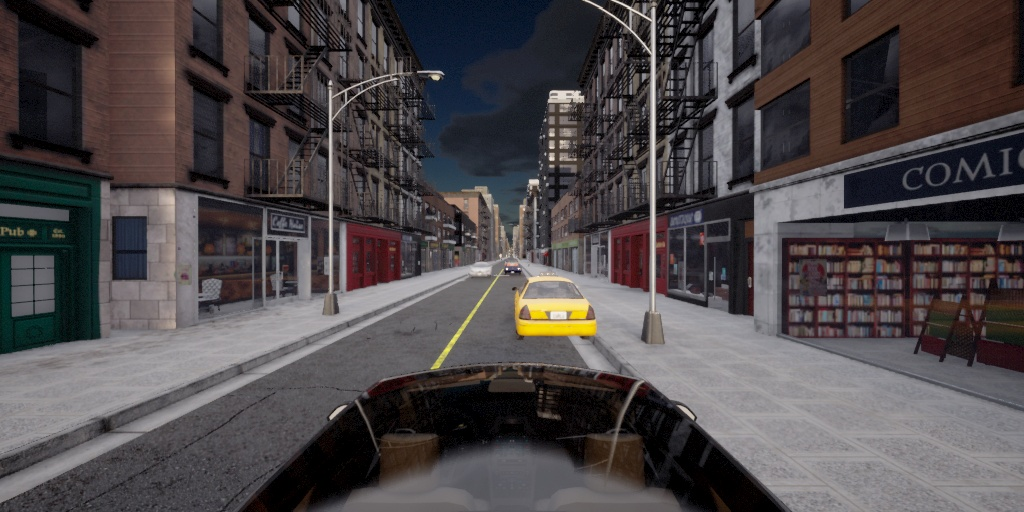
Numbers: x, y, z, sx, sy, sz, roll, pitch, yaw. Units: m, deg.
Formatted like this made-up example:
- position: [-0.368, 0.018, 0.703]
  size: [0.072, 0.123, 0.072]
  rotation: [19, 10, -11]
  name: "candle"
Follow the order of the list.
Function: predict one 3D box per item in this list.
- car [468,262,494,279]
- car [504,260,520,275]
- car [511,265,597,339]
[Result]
- position: [-2.738, 1.289, 32.503]
  size: [1.812, 1.442, 4.674]
  rotation: [0, 0, 0]
  name: "car"
- position: [0.089, 1.373, 39.079]
  size: [1.895, 1.301, 4.718]
  rotation: [0, 0, 0]
  name: "car"
- position: [0.965, 1.206, 9.991]
  size: [1.801, 1.575, 5.366]
  rotation: [0, 0, 0]
  name: "car"
